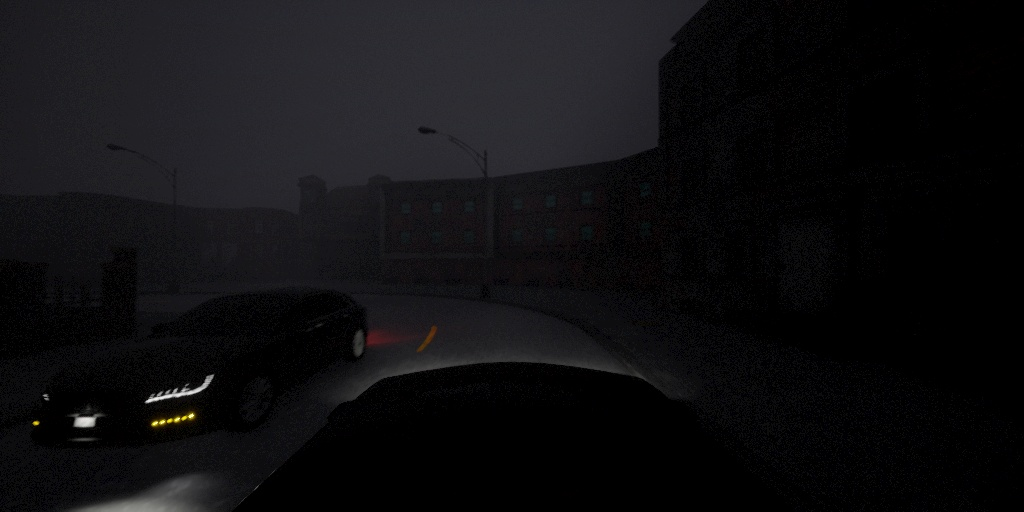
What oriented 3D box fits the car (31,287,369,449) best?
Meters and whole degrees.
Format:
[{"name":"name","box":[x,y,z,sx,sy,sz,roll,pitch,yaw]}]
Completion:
[{"name":"car","box":[-3.918,1.304,5.707,1.837,1.490,4.892,0,-1,0]}]
